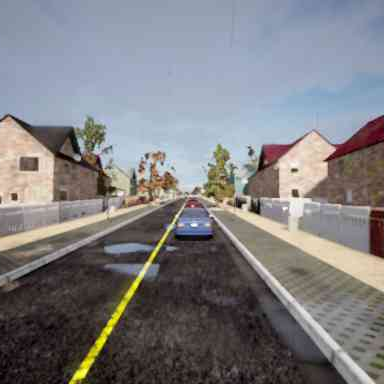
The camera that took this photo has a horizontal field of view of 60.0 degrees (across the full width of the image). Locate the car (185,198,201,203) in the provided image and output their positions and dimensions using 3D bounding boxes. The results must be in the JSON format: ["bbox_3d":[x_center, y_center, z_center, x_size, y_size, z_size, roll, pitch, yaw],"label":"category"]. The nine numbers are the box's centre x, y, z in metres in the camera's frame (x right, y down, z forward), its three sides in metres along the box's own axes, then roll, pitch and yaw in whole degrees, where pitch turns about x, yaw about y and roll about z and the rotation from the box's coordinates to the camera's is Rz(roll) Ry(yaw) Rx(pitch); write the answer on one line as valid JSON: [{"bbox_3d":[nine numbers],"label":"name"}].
[{"bbox_3d":[0.103,1.551,42.510,1.812,1.442,4.674,0,0,0],"label":"car"}]

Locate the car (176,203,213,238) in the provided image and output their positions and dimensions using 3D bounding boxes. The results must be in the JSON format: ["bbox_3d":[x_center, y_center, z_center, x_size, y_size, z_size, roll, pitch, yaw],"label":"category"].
[{"bbox_3d":[0.101,1.557,17.712,2.033,1.411,5.357,0,0,0],"label":"car"}]
